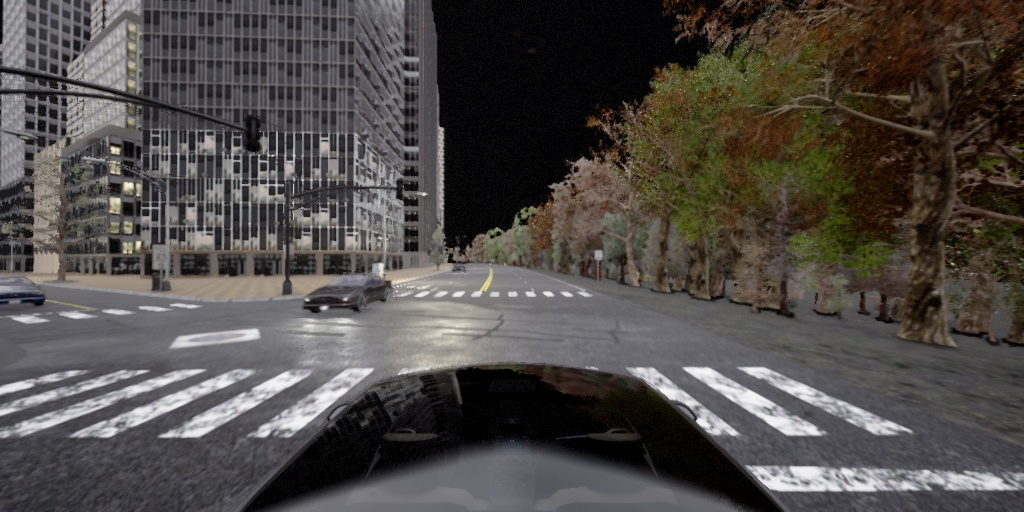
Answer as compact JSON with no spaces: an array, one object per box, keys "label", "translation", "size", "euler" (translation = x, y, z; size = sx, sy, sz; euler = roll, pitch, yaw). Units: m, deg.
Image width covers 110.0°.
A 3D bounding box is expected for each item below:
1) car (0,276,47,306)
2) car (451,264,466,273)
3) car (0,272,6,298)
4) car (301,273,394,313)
[{"label":"car","translation":[-23.796,1.633,16.773],"size":[5.357,1.411,2.033],"euler":[-1,-1,29]},{"label":"car","translation":[-7.996,1.846,54.442],"size":[1.994,1.385,4.181],"euler":[0,-1,-3]},{"label":"car","translation":[-32.613,1.714,21.622],"size":[4.892,1.490,1.837],"euler":[0,-1,29]},{"label":"car","translation":[-6.610,1.440,15.222],"size":[2.033,1.411,5.357],"euler":[-1,0,-1]}]
